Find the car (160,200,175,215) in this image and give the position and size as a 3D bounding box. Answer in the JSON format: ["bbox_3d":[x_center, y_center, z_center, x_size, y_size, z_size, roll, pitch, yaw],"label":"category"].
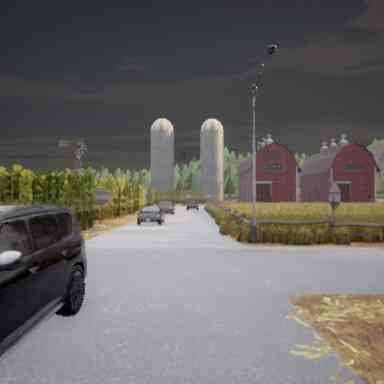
[{"bbox_3d":[-3.201,1.858,40.236,2.097,1.767,4.553,0,-1,0],"label":"car"}]

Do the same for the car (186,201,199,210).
[{"bbox_3d":[0.089,2.155,53.953,2.128,1.511,4.902,0,-1,0],"label":"car"}]

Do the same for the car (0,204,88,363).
[{"bbox_3d":[-3.190,1.242,4.632,2.150,2.045,5.566,0,0,0],"label":"car"}]

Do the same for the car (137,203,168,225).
[{"bbox_3d":[-3.207,1.822,26.622,1.812,1.442,4.674,0,-1,0],"label":"car"}]
